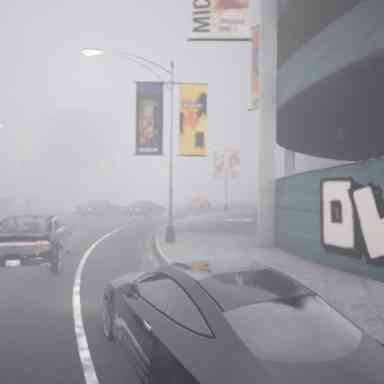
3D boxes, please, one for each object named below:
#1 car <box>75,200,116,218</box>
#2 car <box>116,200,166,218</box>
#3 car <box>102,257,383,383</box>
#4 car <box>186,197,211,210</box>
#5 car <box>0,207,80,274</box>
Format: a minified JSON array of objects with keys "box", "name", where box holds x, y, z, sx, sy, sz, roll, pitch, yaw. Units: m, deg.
[{"box":[-7.778,1.385,28.273,2.033,1.411,5.357,1,0,16],"name":"car"},{"box":[-4.028,1.427,28.589,2.033,1.411,5.357,1,0,18],"name":"car"},{"box":[0.205,1.519,3.984,1.812,1.442,4.674,1,0,-26],"name":"car"},{"box":[0.941,1.357,41.696,1.801,1.575,5.366,1,0,22],"name":"car"},{"box":[-4.767,1.414,10.043,2.128,1.511,4.902,1,0,-15],"name":"car"}]
